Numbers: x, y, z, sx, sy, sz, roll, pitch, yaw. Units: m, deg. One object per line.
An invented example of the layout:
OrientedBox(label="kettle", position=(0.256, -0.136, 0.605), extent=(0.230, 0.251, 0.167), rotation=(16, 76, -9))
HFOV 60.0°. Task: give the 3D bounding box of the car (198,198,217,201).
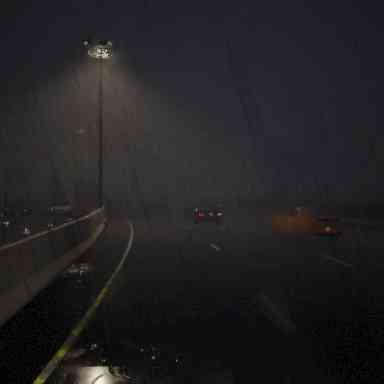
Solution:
OrientedBox(label="car", position=(1.384, 1.363, 35.087), extent=(2.097, 1.767, 4.553), rotation=(0, 0, -18))

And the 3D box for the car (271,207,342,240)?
OrientedBox(label="car", position=(5.689, 1.488, 17.191), extent=(1.882, 1.535, 5.008), rotation=(0, 0, -8))

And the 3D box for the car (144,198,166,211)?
OrientedBox(label="car", position=(-4.590, 1.531, 41.237), extent=(1.812, 1.442, 4.674), rotation=(0, 0, -22))

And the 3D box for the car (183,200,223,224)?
OrientedBox(label="car", position=(0.699, 1.555, 24.858), extent=(2.033, 1.411, 5.357), rotation=(0, 0, -13))
